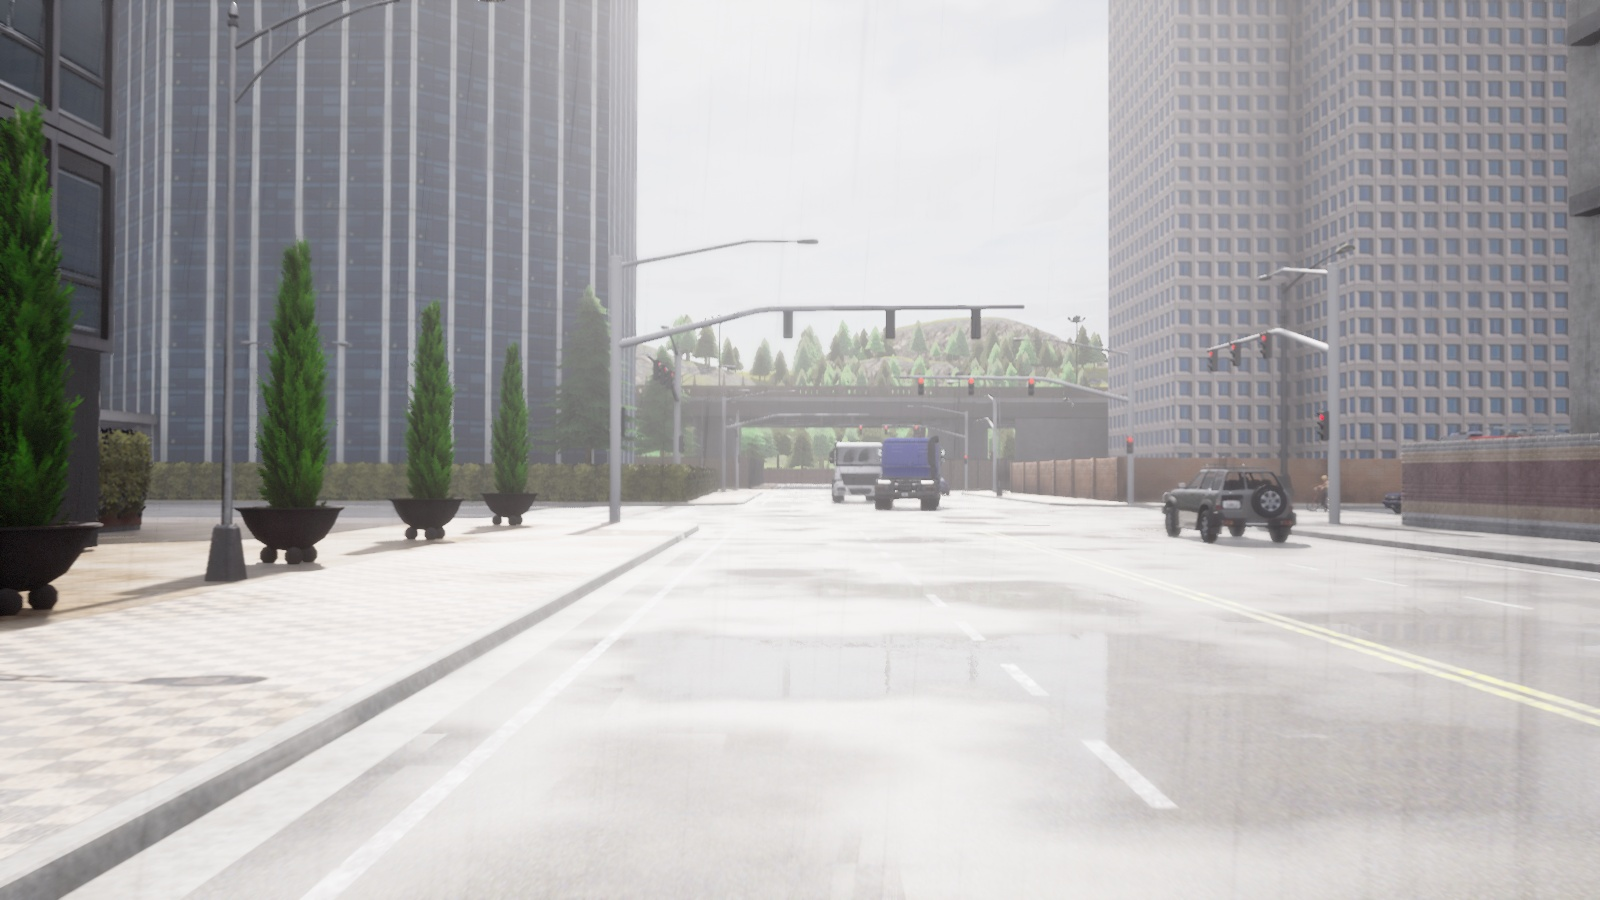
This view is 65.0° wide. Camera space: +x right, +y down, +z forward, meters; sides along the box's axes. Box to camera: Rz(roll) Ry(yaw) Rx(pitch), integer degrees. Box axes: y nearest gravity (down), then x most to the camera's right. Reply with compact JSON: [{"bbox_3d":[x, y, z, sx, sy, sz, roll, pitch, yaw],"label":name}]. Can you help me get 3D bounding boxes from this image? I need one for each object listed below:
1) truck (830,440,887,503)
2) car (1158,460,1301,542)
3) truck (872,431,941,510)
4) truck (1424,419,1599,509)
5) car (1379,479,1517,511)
[{"bbox_3d":[3.317,1.271,72.839,2.891,3.462,7.936,0,-1,0],"label":"truck"},{"bbox_3d":[10.422,1.208,30.880,1.932,1.855,4.605,0,-1,0],"label":"car"},{"bbox_3d":[5.119,0.991,59.121,2.891,3.462,7.936,0,-1,7],"label":"truck"},{"bbox_3d":[32.547,0.626,55.484,8.468,3.827,2.891,0,-1,0],"label":"truck"},{"bbox_3d":[26.767,1.845,51.997,4.718,1.301,1.895,0,-1,0],"label":"car"}]
